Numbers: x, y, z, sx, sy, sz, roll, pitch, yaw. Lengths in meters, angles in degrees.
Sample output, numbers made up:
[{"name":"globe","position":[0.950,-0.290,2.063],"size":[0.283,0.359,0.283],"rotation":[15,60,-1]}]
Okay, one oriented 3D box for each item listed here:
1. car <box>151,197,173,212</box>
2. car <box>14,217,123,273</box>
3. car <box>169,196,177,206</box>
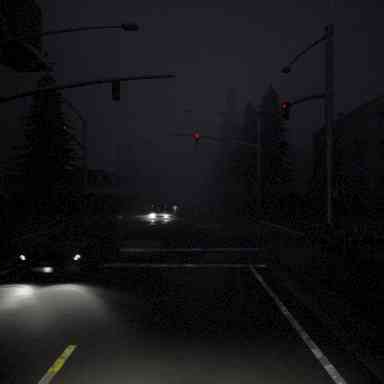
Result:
[{"name":"car","position":[-3.550,1.601,38.211],"size":[1.895,1.301,4.718],"rotation":[0,0,0]},{"name":"car","position":[-3.609,1.541,10.941],"size":[2.033,1.411,5.357],"rotation":[0,0,0]},{"name":"car","position":[-3.474,1.506,54.820],"size":[1.837,1.490,4.892],"rotation":[0,0,1]}]
